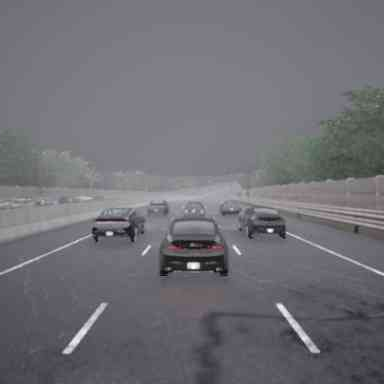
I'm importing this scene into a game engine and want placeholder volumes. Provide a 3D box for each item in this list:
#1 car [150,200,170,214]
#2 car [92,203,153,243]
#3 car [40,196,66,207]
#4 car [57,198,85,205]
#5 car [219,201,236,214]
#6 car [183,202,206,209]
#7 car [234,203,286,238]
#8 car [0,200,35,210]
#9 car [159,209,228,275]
[{"bbox_3d":[-3.221,1.503,32.805,2.128,1.511,4.902,0,0,1],"label":"car"},{"bbox_3d":[-3.404,1.501,16.213,2.128,1.511,4.902,0,0,0],"label":"car"},{"bbox_3d":[-17.208,1.360,41.957,2.097,1.767,4.553,0,0,2],"label":"car"},{"bbox_3d":[-13.782,1.609,39.427,1.895,1.301,4.718,0,0,1],"label":"car"},{"bbox_3d":[3.791,1.580,33.366,1.994,1.385,4.181,0,0,1],"label":"car"},{"bbox_3d":[0.199,1.560,28.322,2.033,1.411,5.357,0,0,1],"label":"car"},{"bbox_3d":[3.606,1.516,17.680,1.837,1.490,4.892,0,0,0],"label":"car"},{"bbox_3d":[-20.775,1.603,39.713,1.895,1.301,4.718,0,0,1],"label":"car"},{"bbox_3d":[0.063,1.515,10.449,1.837,1.490,4.892,0,0,1],"label":"car"}]
